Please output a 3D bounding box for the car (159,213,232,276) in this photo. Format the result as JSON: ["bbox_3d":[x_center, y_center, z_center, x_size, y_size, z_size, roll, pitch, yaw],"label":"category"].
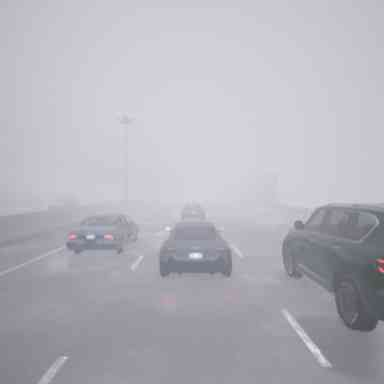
[{"bbox_3d":[0.097,1.576,10.382,1.994,1.385,4.181,0,0,0],"label":"car"}]

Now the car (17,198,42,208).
[{"bbox_3d":[-24.571,1.608,51.027,2.033,1.411,5.357,0,0,1],"label":"car"}]

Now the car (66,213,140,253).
[{"bbox_3d":[-3.404,1.564,13.666,2.033,1.411,5.357,0,0,0],"label":"car"}]

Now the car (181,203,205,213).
[{"bbox_3d":[0.095,1.598,28.385,1.994,1.385,4.181,0,0,0],"label":"car"}]

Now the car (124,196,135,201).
[{"bbox_3d":[-13.935,1.587,74.268,1.812,1.442,4.674,0,0,1],"label":"car"}]

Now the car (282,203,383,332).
[{"bbox_3d":[3.598,1.230,6.984,2.150,2.045,5.566,0,0,0],"label":"car"}]

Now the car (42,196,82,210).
[{"bbox_3d":[-14.102,1.521,36.474,1.882,1.535,5.008,0,0,0],"label":"car"}]
